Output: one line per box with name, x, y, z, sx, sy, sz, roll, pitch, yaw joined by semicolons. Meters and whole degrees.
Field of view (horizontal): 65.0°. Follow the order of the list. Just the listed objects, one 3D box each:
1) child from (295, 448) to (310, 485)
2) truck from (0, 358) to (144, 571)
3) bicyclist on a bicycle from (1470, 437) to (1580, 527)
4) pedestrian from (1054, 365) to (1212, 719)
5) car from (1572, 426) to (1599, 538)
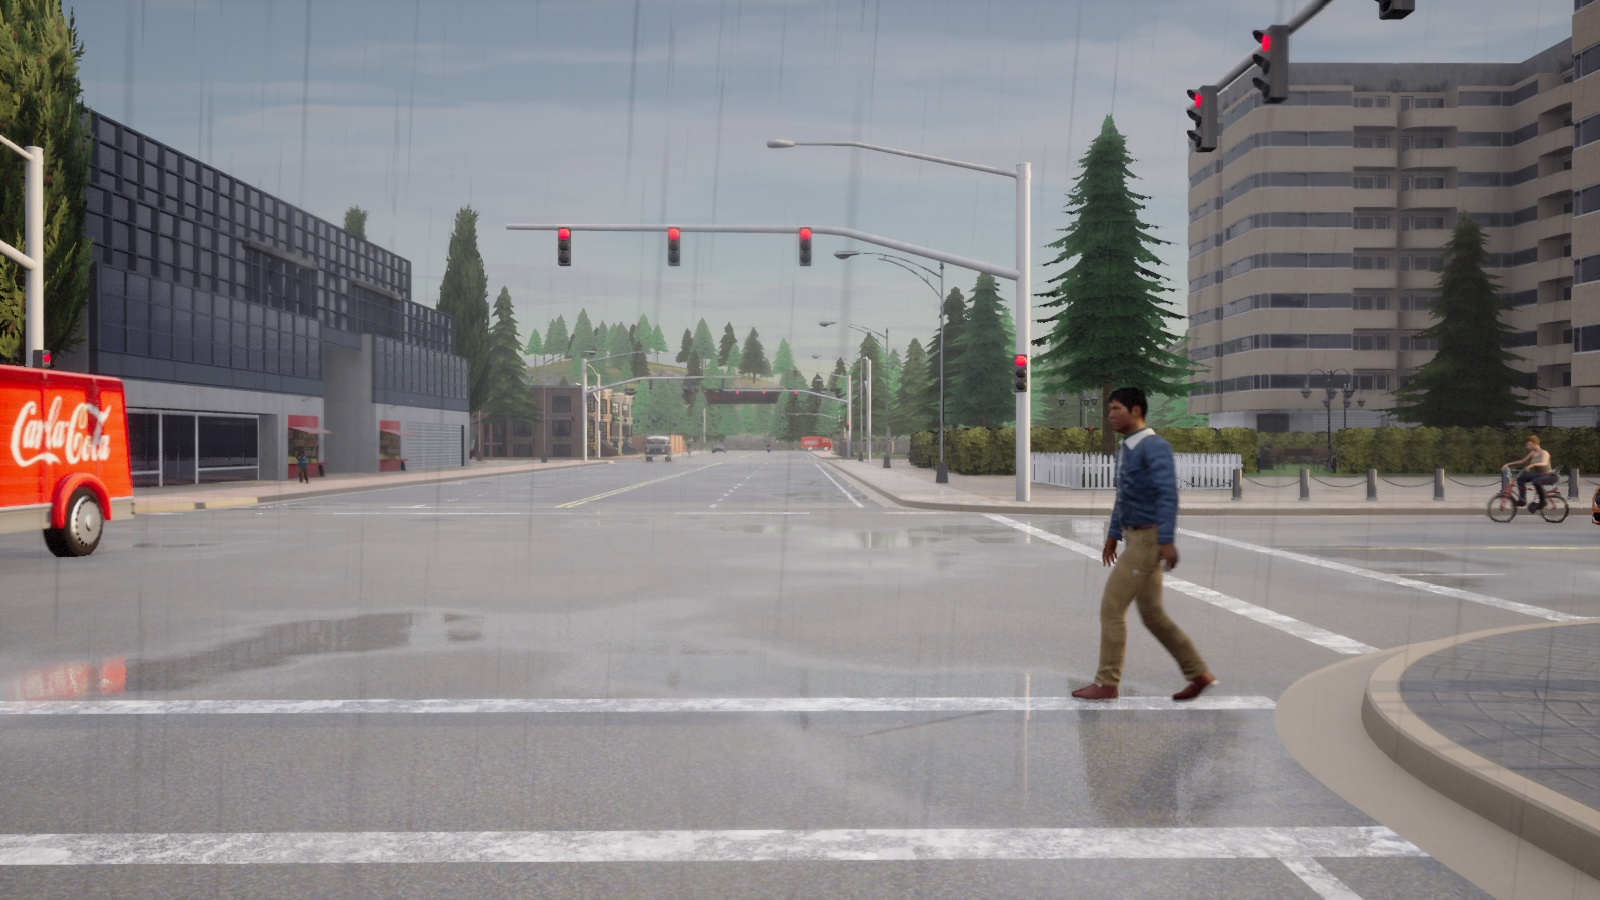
child;-16.254;0.540;41.047;0.343;1.192;0.448;0;0;-3
truck;-10.595;0.165;15.202;2.627;2.467;5.204;0;0;-1
bicyclist on a bicycle;13.236;0.564;22.961;1.509;1.612;0.866;0;0;0
pedestrian;1.878;0.506;7.129;0.788;1.949;0.423;0;0;2
car;14.889;0.507;19.479;4.553;1.767;2.097;0;0;0
